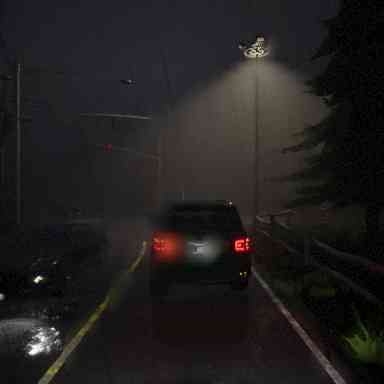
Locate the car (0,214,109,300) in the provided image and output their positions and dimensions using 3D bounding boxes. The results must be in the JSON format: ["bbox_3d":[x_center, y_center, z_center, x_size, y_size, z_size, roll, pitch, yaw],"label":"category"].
[{"bbox_3d":[-3.614,1.548,8.796,2.033,1.411,5.357,0,0,0],"label":"car"}]

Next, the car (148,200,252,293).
[{"bbox_3d":[0.008,1.221,9.065,2.150,2.045,5.566,0,0,-5],"label":"car"}]

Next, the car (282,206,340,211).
[{"bbox_3d":[10.701,1.627,30.144,4.718,1.301,1.895,0,0,0],"label":"car"}]

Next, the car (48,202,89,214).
[{"bbox_3d":[-10.488,1.564,28.254,4.181,1.385,1.994,0,0,44],"label":"car"}]
